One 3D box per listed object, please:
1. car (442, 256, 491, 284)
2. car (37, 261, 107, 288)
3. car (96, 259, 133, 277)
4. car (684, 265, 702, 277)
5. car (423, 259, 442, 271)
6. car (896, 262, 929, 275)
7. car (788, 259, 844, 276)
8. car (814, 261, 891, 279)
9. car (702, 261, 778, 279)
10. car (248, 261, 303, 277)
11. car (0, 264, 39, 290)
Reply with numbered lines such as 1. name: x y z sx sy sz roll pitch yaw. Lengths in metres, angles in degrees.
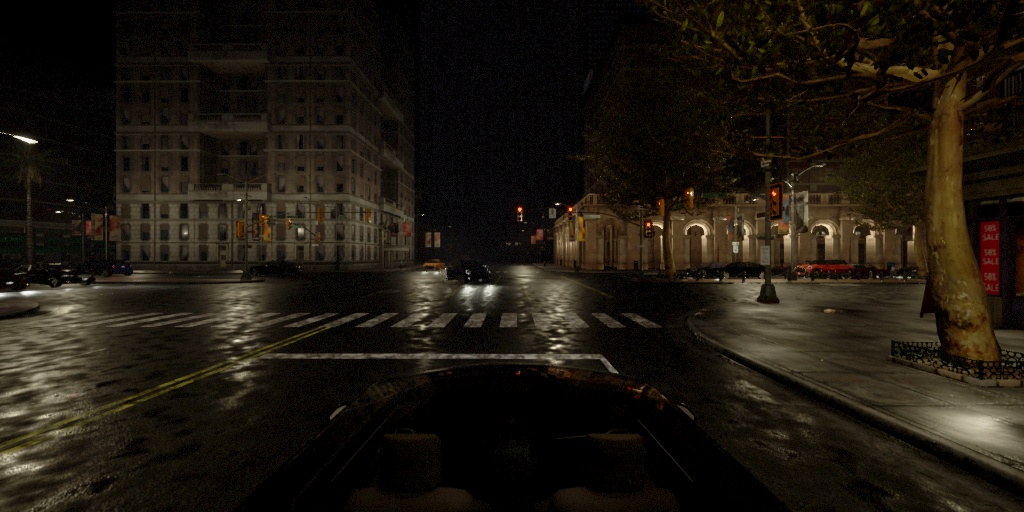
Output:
1. car: -3.299 1.102 26.806 2.097 1.767 4.553 0 0 -30
2. car: -30.235 1.242 23.398 4.902 1.511 2.128 0 0 1
3. car: -40.254 1.102 35.167 4.553 1.767 2.097 0 0 0
4. car: 19.649 1.297 34.666 5.357 1.411 2.033 0 0 1
5. car: -10.518 1.228 48.377 1.882 1.535 5.008 0 0 2
6. car: 40.498 1.297 34.480 5.357 1.411 2.033 0 0 1
7. car: 29.938 1.102 34.577 4.553 1.767 2.097 0 0 0
8. car: 29.581 1.351 31.082 4.718 1.301 1.895 0 0 1
9. car: 19.704 1.228 31.165 5.008 1.535 1.882 0 0 0
10. car: -23.133 1.241 35.062 4.902 1.511 2.128 0 0 -3
11. car: -29.795 1.314 19.887 4.181 1.385 1.994 0 0 1
